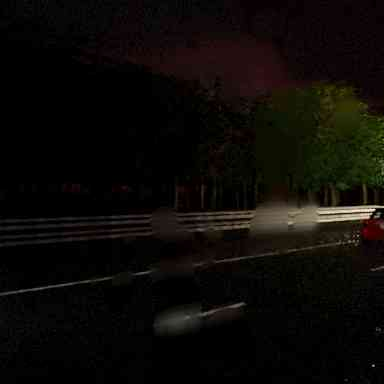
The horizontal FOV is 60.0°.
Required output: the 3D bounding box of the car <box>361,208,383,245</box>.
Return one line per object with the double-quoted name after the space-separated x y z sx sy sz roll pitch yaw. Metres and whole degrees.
9.703 1.468 15.061 4.553 1.767 2.097 1 0 -36 "car"
